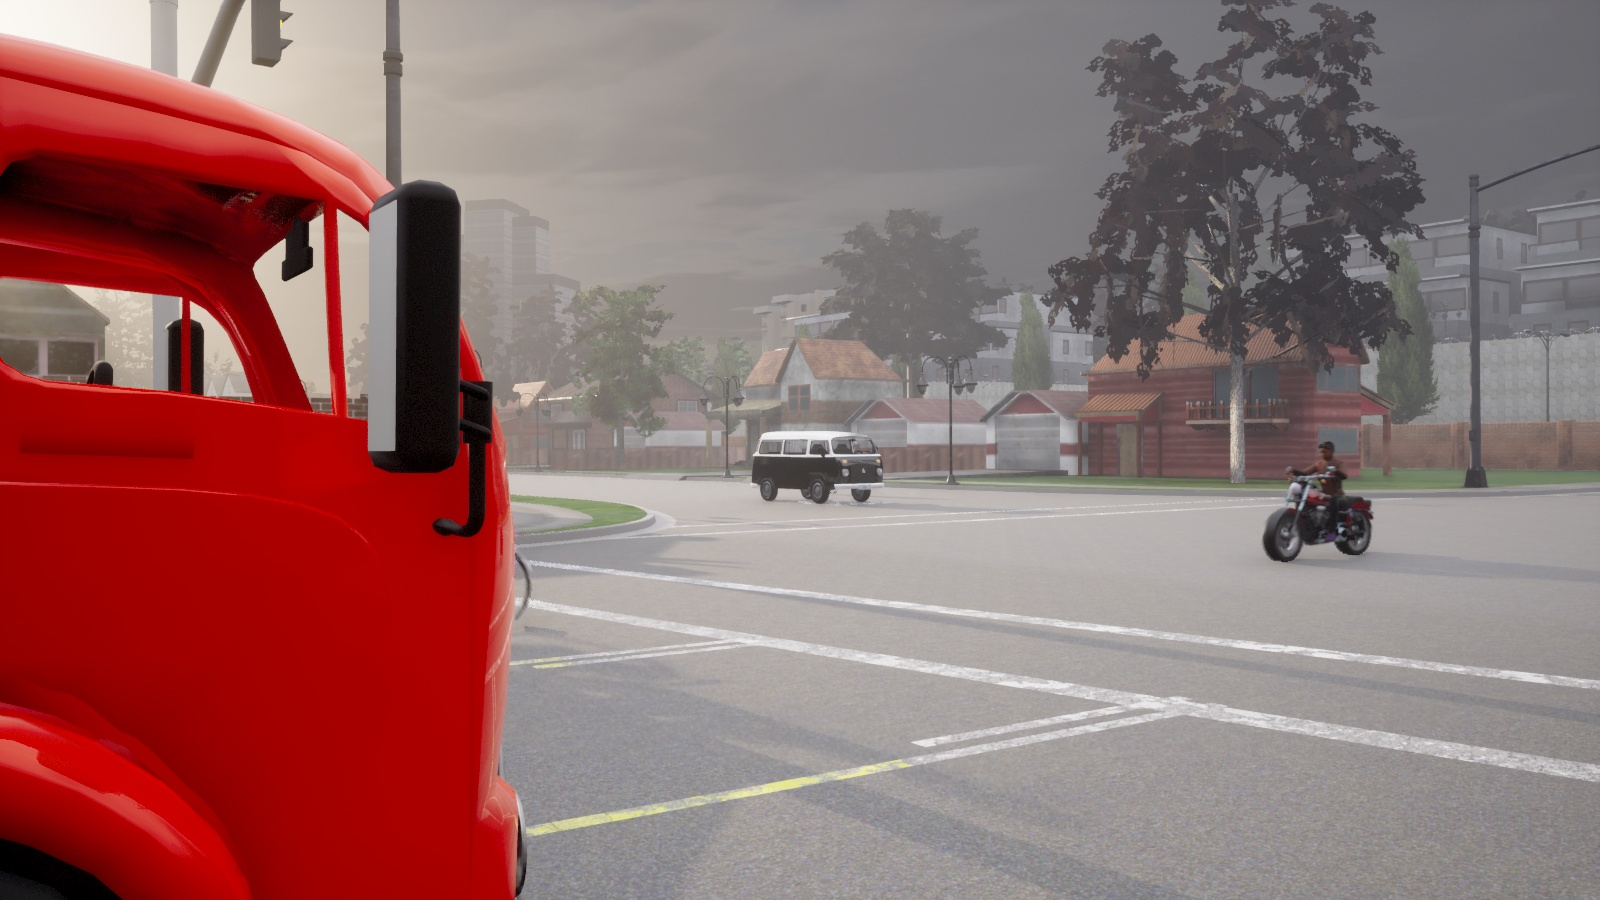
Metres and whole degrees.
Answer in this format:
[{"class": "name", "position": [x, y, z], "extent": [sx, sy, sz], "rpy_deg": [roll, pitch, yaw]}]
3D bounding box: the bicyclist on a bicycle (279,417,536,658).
[{"class": "bicyclist on a bicycle", "position": [-3.108, 0.646, 10.025], "extent": [1.843, 1.776, 0.659], "rpy_deg": [0, 0, -35]}]

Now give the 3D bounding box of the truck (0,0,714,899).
[{"class": "truck", "position": [-3.027, 0.263, 1.582], "extent": [5.204, 2.467, 2.627], "rpy_deg": [0, 0, -34]}]

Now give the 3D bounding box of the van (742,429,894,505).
[{"class": "van", "position": [0.436, 0.463, 36.107], "extent": [2.069, 2.038, 4.480], "rpy_deg": [-1, 0, -36]}]

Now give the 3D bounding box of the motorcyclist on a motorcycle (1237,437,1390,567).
[{"class": "motorcyclist on a motorcycle", "position": [6.997, 0.659, 17.057], "extent": [2.350, 1.649, 0.766], "rpy_deg": [-1, 0, -35]}]
